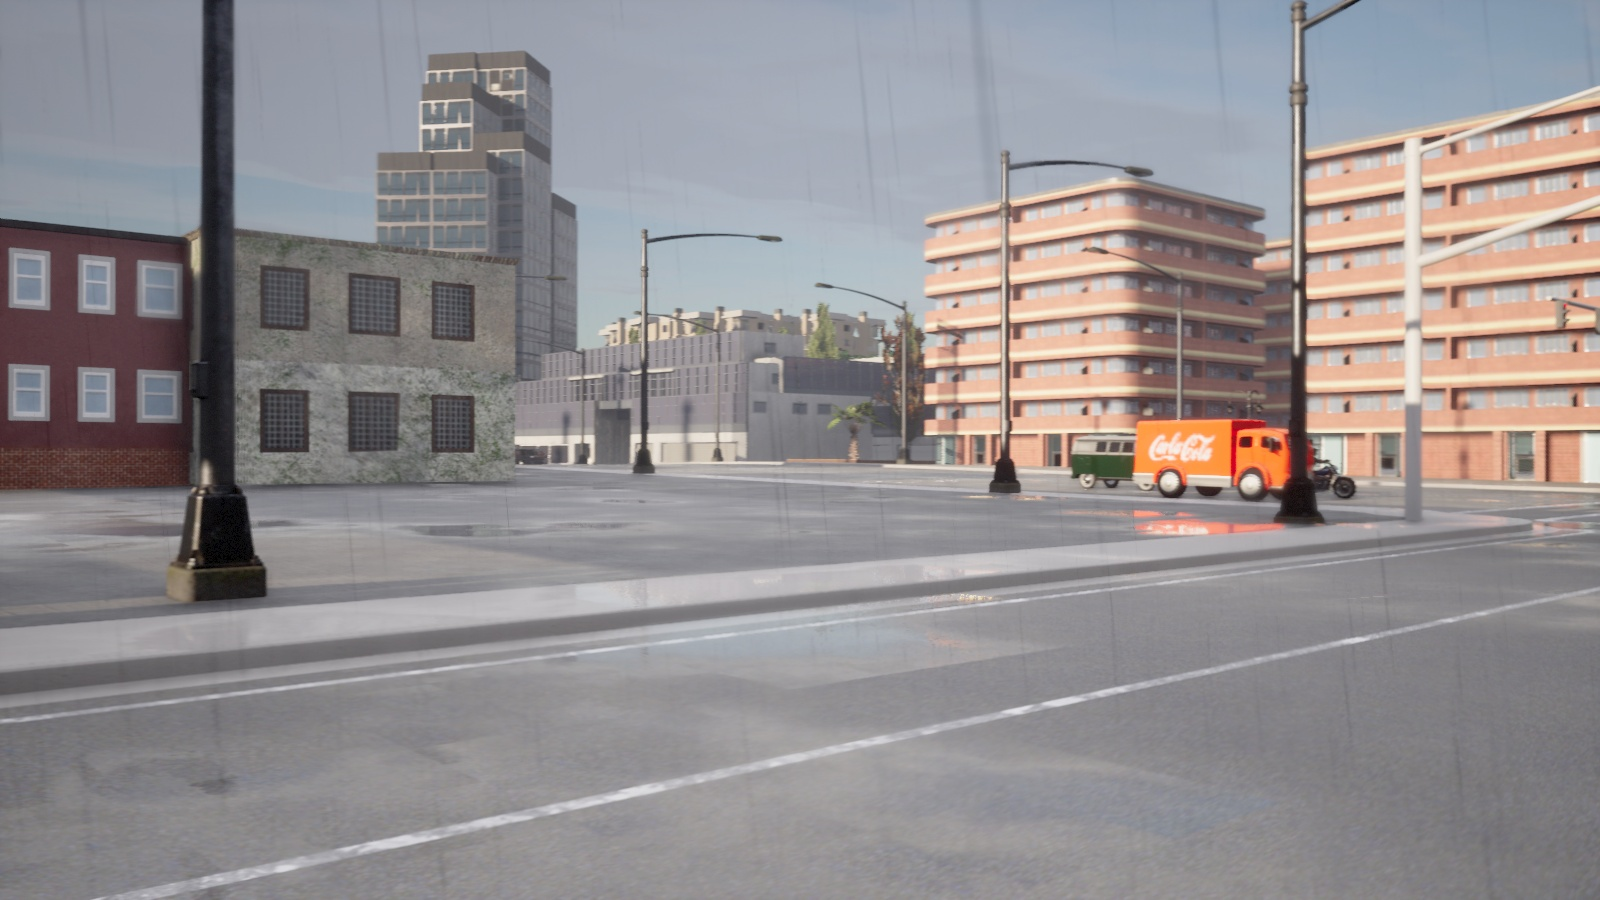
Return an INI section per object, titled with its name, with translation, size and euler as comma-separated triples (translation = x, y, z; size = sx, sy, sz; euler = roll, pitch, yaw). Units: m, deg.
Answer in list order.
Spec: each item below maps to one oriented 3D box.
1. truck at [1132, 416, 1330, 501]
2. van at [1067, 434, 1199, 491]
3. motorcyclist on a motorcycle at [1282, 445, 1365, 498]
[truck]
translation = 13.312, 0.225, 39.084
size = 2.627, 2.467, 5.204
euler = 0, 1, -40
[van]
translation = 12.135, 0.409, 45.938
size = 1.775, 1.987, 4.442
euler = 0, 1, -40
[motorcyclist on a motorcycle]
translation = 16.778, 0.669, 40.306
size = 0.766, 1.649, 2.350
euler = 0, 1, -41
